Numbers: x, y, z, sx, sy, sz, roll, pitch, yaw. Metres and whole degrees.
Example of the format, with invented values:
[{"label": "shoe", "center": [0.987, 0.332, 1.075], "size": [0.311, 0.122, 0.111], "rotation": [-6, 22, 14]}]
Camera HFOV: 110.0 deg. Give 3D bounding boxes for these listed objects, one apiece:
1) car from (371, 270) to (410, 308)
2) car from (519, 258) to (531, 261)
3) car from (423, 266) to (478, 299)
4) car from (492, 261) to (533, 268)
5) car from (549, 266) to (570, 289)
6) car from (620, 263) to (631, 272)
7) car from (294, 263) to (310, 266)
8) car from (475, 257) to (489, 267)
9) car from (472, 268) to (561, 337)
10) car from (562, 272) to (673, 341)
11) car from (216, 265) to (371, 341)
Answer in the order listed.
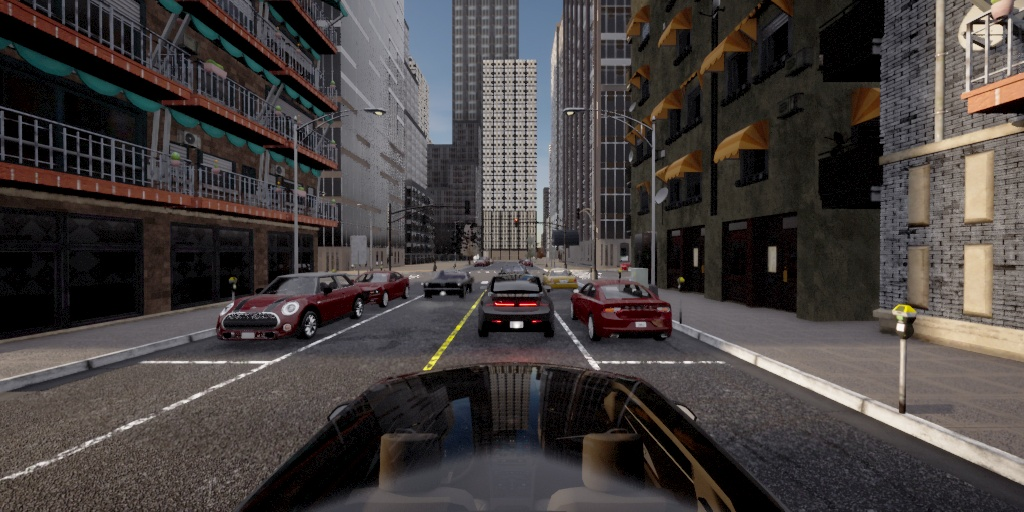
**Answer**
[{"label": "car", "center": [-5.682, 1.293, 15.246], "size": [1.888, 1.381, 4.507], "rotation": [0, 0, 0]}, {"label": "car", "center": [2.736, 1.186, 64.275], "size": [1.967, 1.591, 4.097], "rotation": [0, 0, 0]}, {"label": "car", "center": [-3.032, 1.348, 18.032], "size": [1.895, 1.301, 4.718], "rotation": [0, 0, 1]}, {"label": "car", "center": [0.113, 1.239, 20.386], "size": [2.128, 1.511, 4.902], "rotation": [0, 0, 0]}, {"label": "car", "center": [2.704, 1.273, 20.919], "size": [1.751, 1.417, 4.829], "rotation": [0, 0, 0]}, {"label": "car", "center": [14.291, 1.005, 39.882], "size": [4.507, 1.381, 1.888], "rotation": [0, 0, 0]}, {"label": "car", "center": [-23.806, 1.494, 39.590], "size": [4.097, 1.591, 1.967], "rotation": [0, 0, 0]}, {"label": "car", "center": [-5.644, 1.291, 64.282], "size": [1.888, 1.381, 4.507], "rotation": [0, 0, 0]}, {"label": "car", "center": [0.106, 1.253, 10.253], "size": [1.837, 1.490, 4.892], "rotation": [0, 0, 0]}, {"label": "car", "center": [2.696, 1.294, 9.702], "size": [1.888, 1.381, 4.507], "rotation": [0, 0, 0]}, {"label": "car", "center": [-5.686, 1.188, 9.722], "size": [1.967, 1.591, 4.097], "rotation": [0, 0, 0]}]
